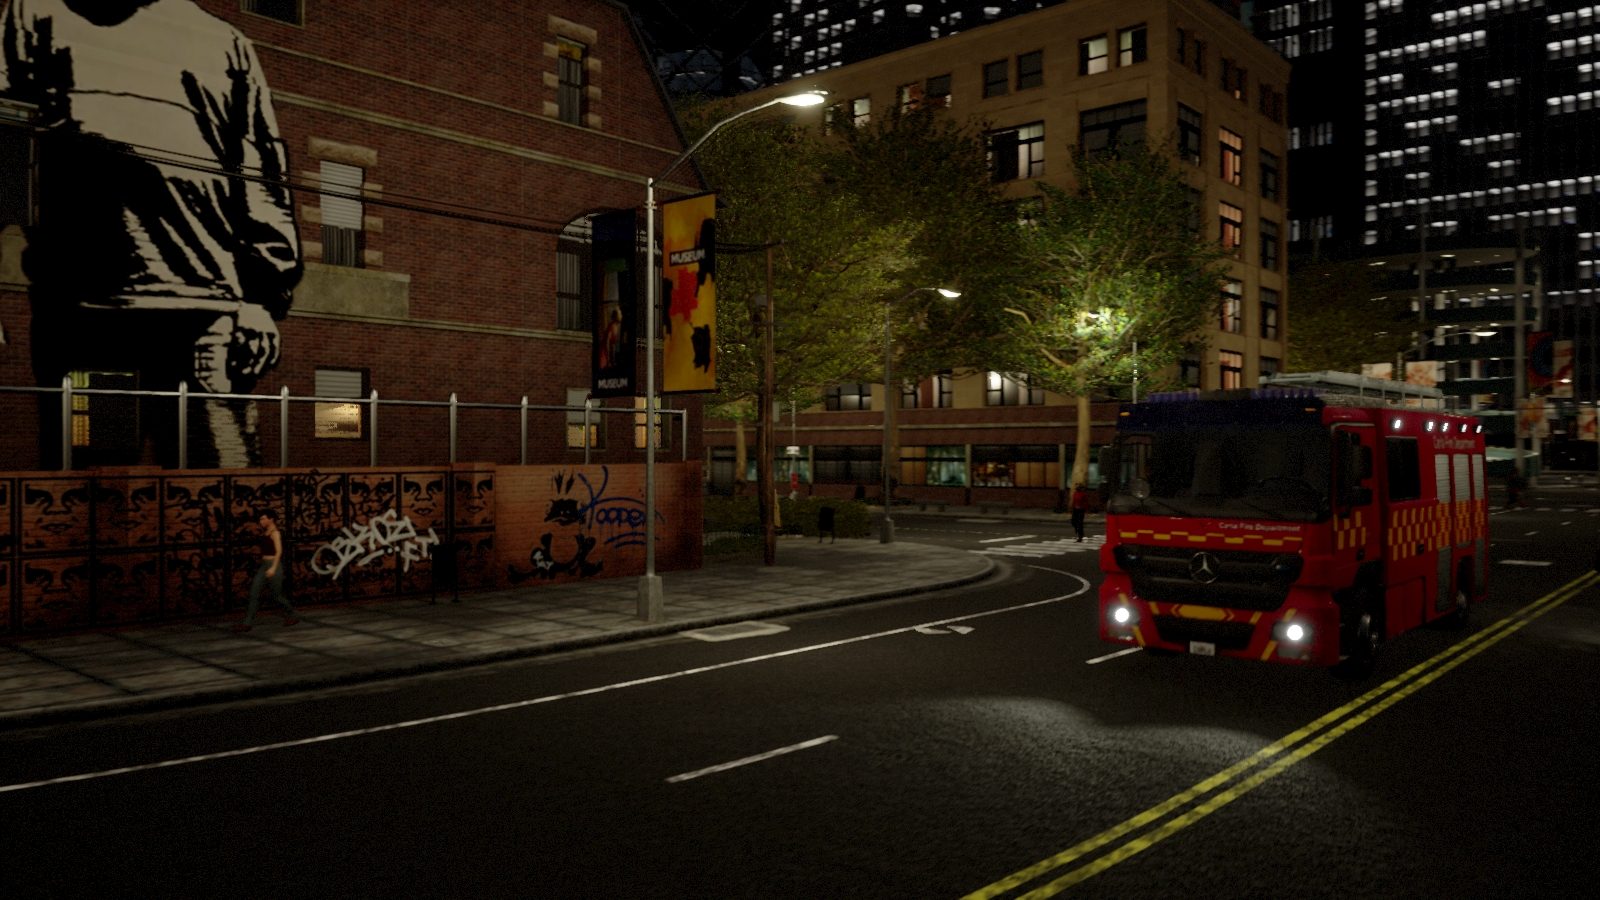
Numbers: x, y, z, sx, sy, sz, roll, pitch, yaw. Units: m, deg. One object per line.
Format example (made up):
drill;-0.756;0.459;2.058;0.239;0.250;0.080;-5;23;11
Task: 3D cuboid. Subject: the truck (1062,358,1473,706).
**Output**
truck;7.225;0.902;16.690;2.891;3.827;8.468;0;0;42

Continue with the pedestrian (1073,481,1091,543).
pedestrian;8.568;1.877;34.674;0.375;1.860;0.375;0;0;-41

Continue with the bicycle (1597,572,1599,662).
bicycle;11.301;2.218;15.720;0.329;1.171;1.835;0;0;42

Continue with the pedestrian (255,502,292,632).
pedestrian;-7.805;1.720;16.934;0.375;1.860;0.375;0;0;41
